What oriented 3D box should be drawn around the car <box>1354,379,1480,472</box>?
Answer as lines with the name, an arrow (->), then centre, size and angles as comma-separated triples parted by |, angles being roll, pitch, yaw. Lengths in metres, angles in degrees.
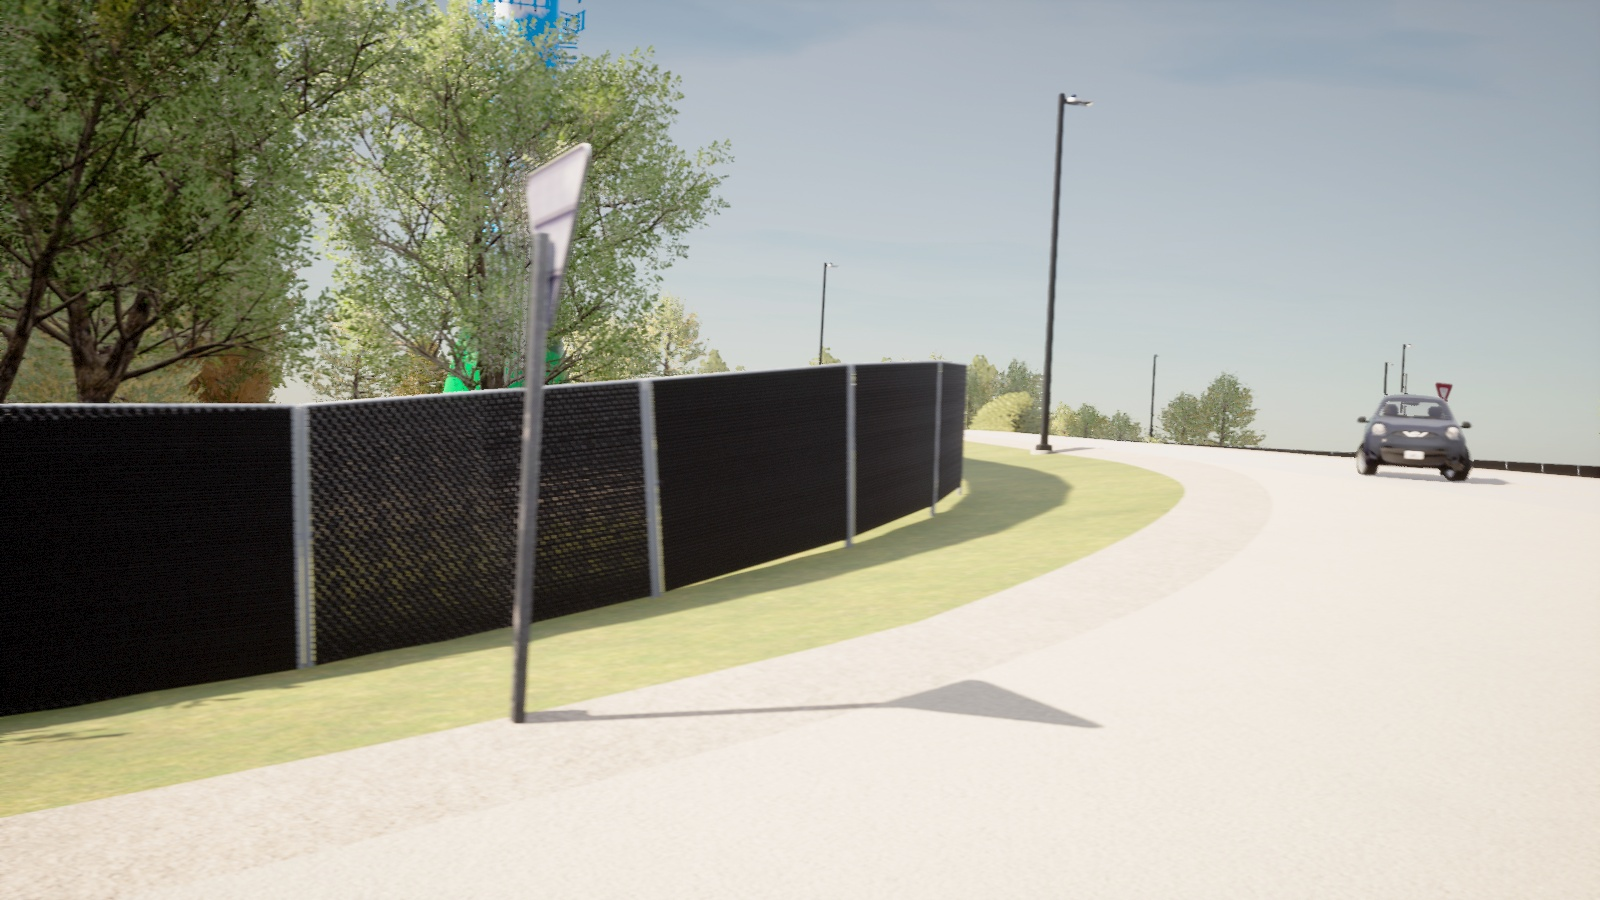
car -> 11.234, -0.475, 23.064 | 1.845, 1.501, 3.633 | 3, 3, 23
